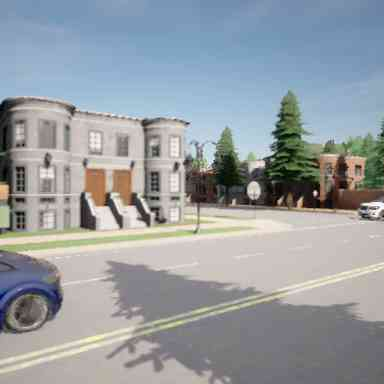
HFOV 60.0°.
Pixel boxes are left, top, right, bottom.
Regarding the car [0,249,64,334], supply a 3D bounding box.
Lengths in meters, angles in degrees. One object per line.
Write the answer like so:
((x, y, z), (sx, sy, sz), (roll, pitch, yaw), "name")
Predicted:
((-4.269, 1.563, 5.218), (4.181, 1.385, 1.994), (0, 0, -35), "car")

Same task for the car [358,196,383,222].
((16.188, 1.236, 26.519), (5.566, 2.045, 2.150), (0, 1, -9), "car")
